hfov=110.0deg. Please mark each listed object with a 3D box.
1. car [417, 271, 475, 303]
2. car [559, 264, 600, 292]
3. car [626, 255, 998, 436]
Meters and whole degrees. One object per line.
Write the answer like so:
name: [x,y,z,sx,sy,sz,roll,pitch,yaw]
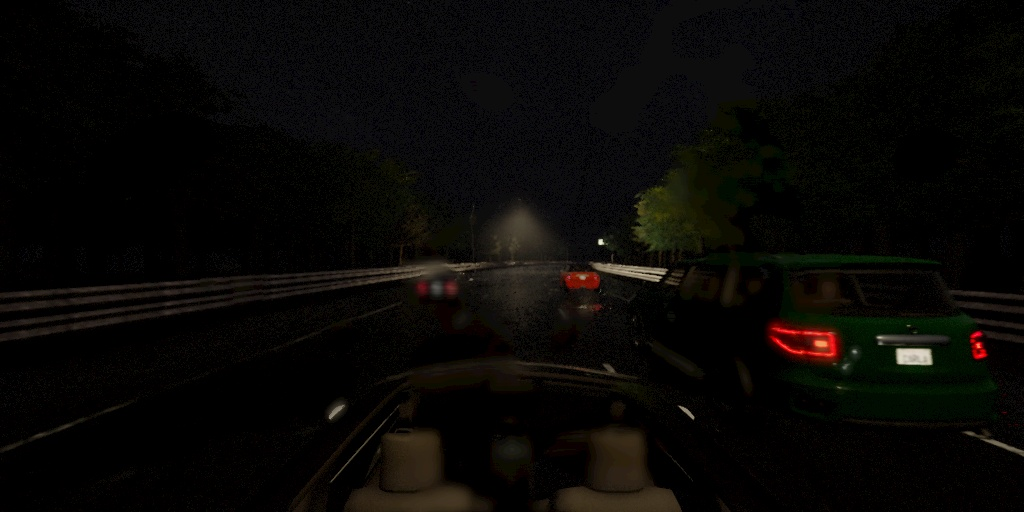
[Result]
car: [-3.077,1.424,17.622,2.033,1.411,5.357,0,0,2]
car: [4.184,1.280,22.827,2.097,1.767,4.553,0,0,3]
car: [3.648,1.014,5.890,2.150,2.045,5.566,0,0,1]
